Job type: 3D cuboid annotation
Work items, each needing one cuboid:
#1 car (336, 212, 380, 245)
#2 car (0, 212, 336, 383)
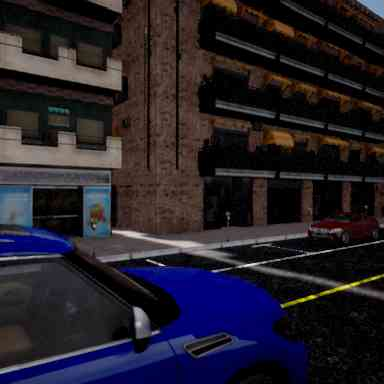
[{"bbox_3d":[7.172,1.583,15.538,4.206,1.307,1.802,0,0,-35],"label":"car"},{"bbox_3d":[-1.607,1.223,2.288,5.566,2.045,2.150,0,0,-35],"label":"car"}]
